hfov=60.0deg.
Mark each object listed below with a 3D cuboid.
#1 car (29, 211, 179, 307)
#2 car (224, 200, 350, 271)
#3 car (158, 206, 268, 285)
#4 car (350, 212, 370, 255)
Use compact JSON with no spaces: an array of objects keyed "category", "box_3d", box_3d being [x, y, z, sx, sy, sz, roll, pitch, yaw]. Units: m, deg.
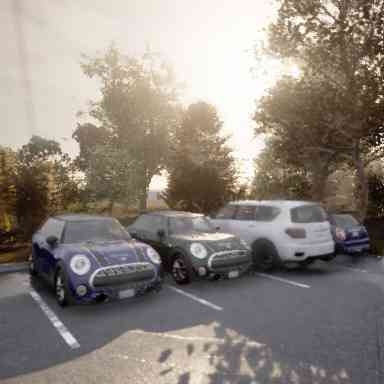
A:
[{"category":"car","box_3d":[-2.555,1.378,8.277,2.185,1.767,4.553,1,0,-36]},{"category":"car","box_3d":[2.081,1.304,11.586,2.435,2.045,5.566,1,0,-36]},{"category":"car","box_3d":[-0.290,1.403,9.896,2.185,1.767,4.553,1,0,-36]},{"category":"car","box_3d":[4.381,1.455,13.156,2.185,1.767,4.553,1,0,-36]}]
